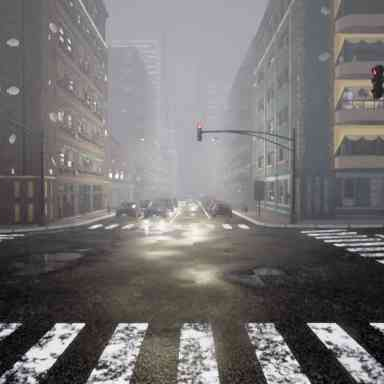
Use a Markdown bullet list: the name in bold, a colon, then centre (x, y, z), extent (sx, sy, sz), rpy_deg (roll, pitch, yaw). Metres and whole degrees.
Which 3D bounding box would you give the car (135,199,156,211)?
- **car**: centre (-5.688, 1.573, 41.271), extent (1.947, 1.339, 4.313), rpy_deg (0, 0, 0)

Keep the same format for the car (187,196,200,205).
- **car**: centre (0.012, 1.543, 59.667), extent (1.812, 1.442, 4.674), rpy_deg (0, 0, 0)

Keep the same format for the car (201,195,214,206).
- **car**: centre (2.694, 1.554, 46.781), extent (1.887, 1.381, 4.507), rpy_deg (0, 0, 0)

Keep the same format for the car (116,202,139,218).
- **car**: centre (-5.690, 1.568, 30.224), extent (1.947, 1.339, 4.313), rpy_deg (0, 0, 0)

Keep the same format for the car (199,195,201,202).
- **car**: centre (2.697, 1.582, 57.828), extent (1.947, 1.339, 4.313), rpy_deg (0, 0, 0)

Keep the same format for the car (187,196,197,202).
- **car**: centre (0.015, 1.452, 69.703), extent (1.895, 1.301, 4.718), rpy_deg (0, 0, 0)

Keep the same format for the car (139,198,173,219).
- **car**: centre (-3.095, 1.550, 29.731), extent (2.033, 1.411, 5.357), rpy_deg (0, 0, 0)

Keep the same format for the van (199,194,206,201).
- **van**: centre (2.700, 1.379, 85.446), extent (1.690, 1.788, 3.998), rpy_deg (-1, 0, 0)

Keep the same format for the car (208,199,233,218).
- **car**: centre (2.691, 1.584, 30.211), extent (1.802, 1.307, 4.206), rpy_deg (0, 0, 0)

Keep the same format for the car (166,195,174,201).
- **car**: centre (-5.679, 1.563, 85.290), extent (1.752, 1.417, 4.829), rpy_deg (0, 0, 0)

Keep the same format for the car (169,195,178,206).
- **car**: centre (-3.077, 1.503, 50.294), extent (2.128, 1.511, 4.902), rpy_deg (0, 0, 0)

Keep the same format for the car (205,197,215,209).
- **car**: centre (2.692, 1.570, 35.734), extent (1.947, 1.339, 4.313), rpy_deg (0, 0, 0)

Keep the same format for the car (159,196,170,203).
- **car**: centre (-5.682, 1.605, 68.889), extent (1.802, 1.307, 4.206), rpy_deg (0, 0, 0)

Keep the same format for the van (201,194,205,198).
- **van**: centre (2.694, 1.354, 52.304), extent (1.690, 1.788, 3.998), rpy_deg (0, 0, 0)

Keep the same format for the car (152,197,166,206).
- **car**: centre (-5.685, 1.561, 57.842), extent (1.887, 1.381, 4.507), rpy_deg (0, 0, 0)

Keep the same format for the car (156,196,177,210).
- **car**: centre (-3.089, 1.511, 39.850), extent (1.837, 1.490, 4.892), rpy_deg (0, 0, 0)
